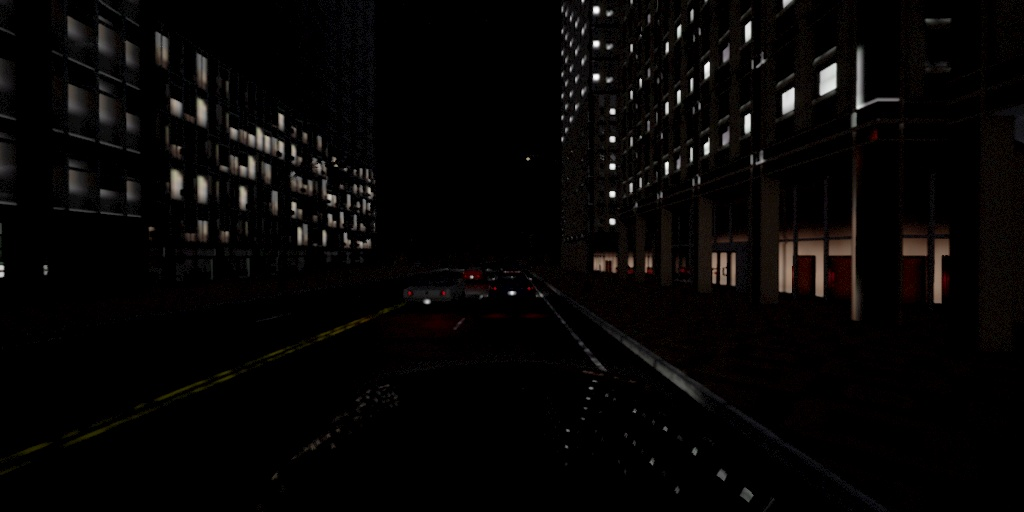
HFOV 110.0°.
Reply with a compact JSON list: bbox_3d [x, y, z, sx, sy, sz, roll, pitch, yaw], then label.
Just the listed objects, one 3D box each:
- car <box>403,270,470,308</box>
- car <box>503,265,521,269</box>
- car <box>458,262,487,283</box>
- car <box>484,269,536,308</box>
[{"bbox_3d":[-3.246,1.481,15.956,1.895,1.301,4.718,0,0,0],"label":"car"},{"bbox_3d":[0.009,1.508,31.156,2.128,1.511,4.902,0,0,0],"label":"car"},{"bbox_3d":[-3.240,1.541,31.226,1.812,1.442,4.674,0,0,0],"label":"car"},{"bbox_3d":[0.006,1.446,16.152,1.994,1.385,4.181,0,0,0],"label":"car"}]
